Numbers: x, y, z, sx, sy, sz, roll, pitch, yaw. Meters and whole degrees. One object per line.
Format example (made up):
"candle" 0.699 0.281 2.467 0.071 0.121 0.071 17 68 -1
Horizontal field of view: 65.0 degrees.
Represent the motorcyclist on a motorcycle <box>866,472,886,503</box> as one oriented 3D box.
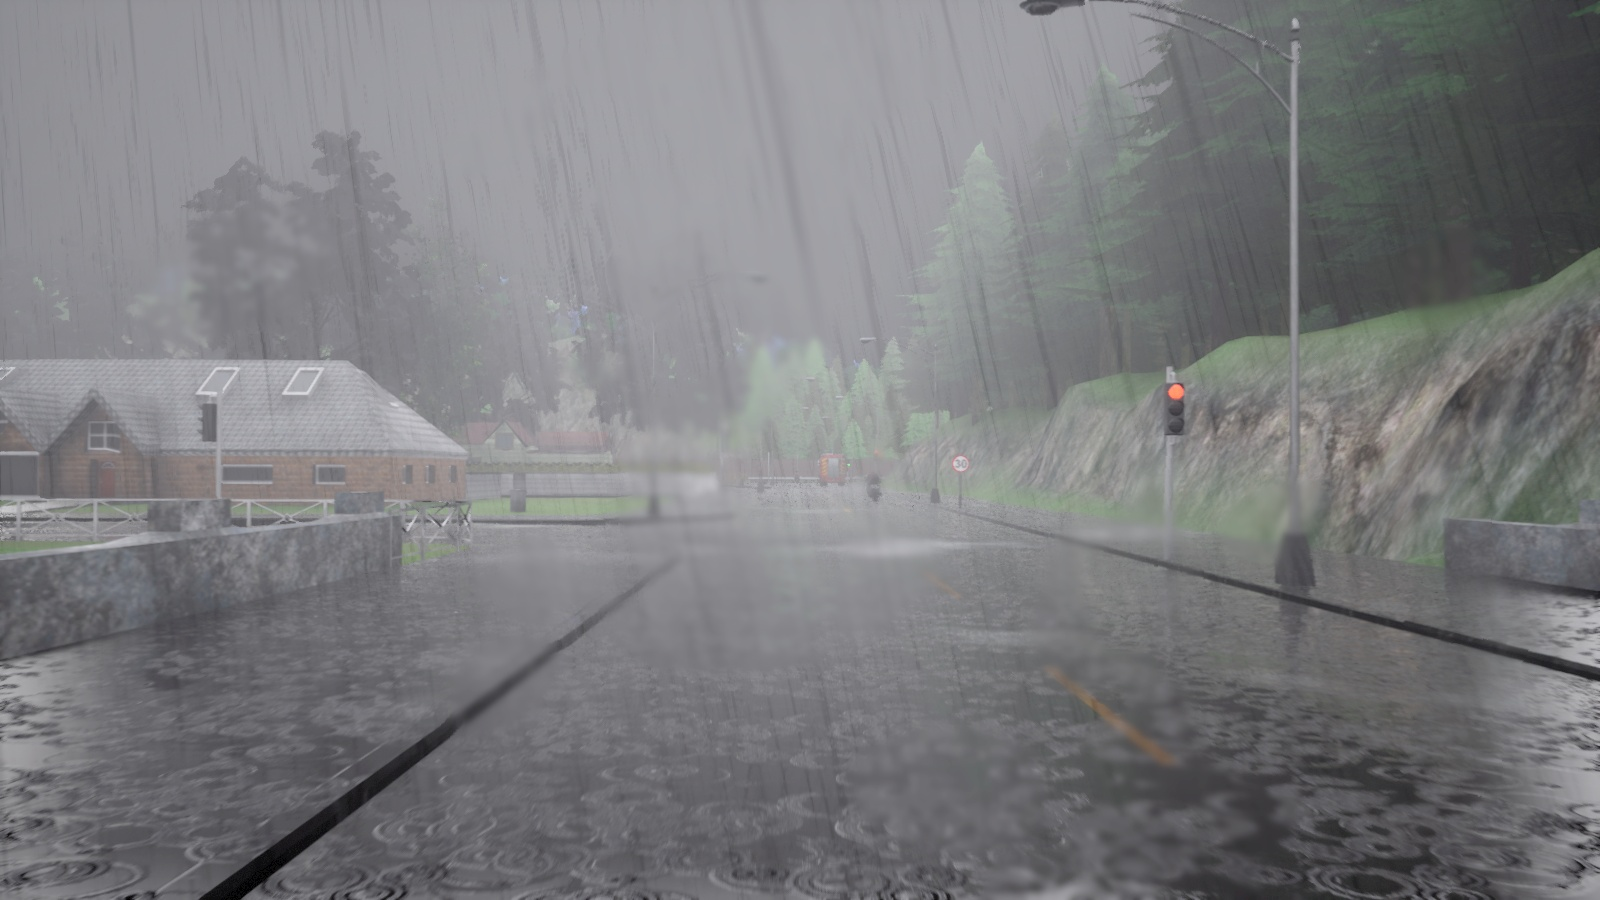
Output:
"motorcyclist on a motorcycle" 3.854 1.904 63.888 0.866 1.530 2.191 0 -1 0
